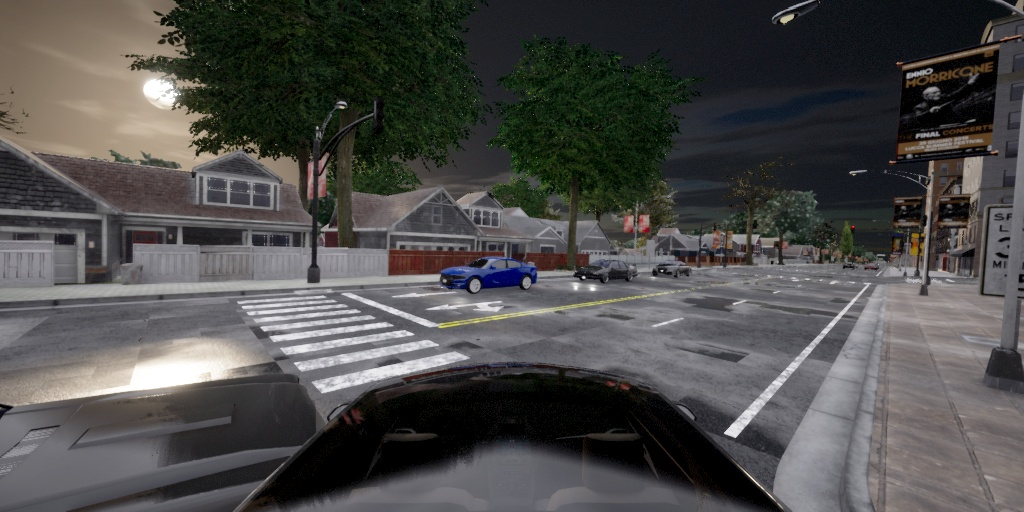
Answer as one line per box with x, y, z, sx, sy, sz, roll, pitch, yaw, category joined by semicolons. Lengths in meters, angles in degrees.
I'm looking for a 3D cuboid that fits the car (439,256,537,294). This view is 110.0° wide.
-0.966;0.781;16.575;5.008;1.535;1.882;1;2;-43;car

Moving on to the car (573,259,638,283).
6.269;0.932;23.422;5.357;1.411;2.033;1;2;-43;car

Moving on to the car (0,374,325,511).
-3.317;1.273;1.413;4.718;1.301;1.895;1;2;-33;car

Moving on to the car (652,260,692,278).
13.535;1.033;30.271;4.181;1.385;1.994;1;2;-44;car
